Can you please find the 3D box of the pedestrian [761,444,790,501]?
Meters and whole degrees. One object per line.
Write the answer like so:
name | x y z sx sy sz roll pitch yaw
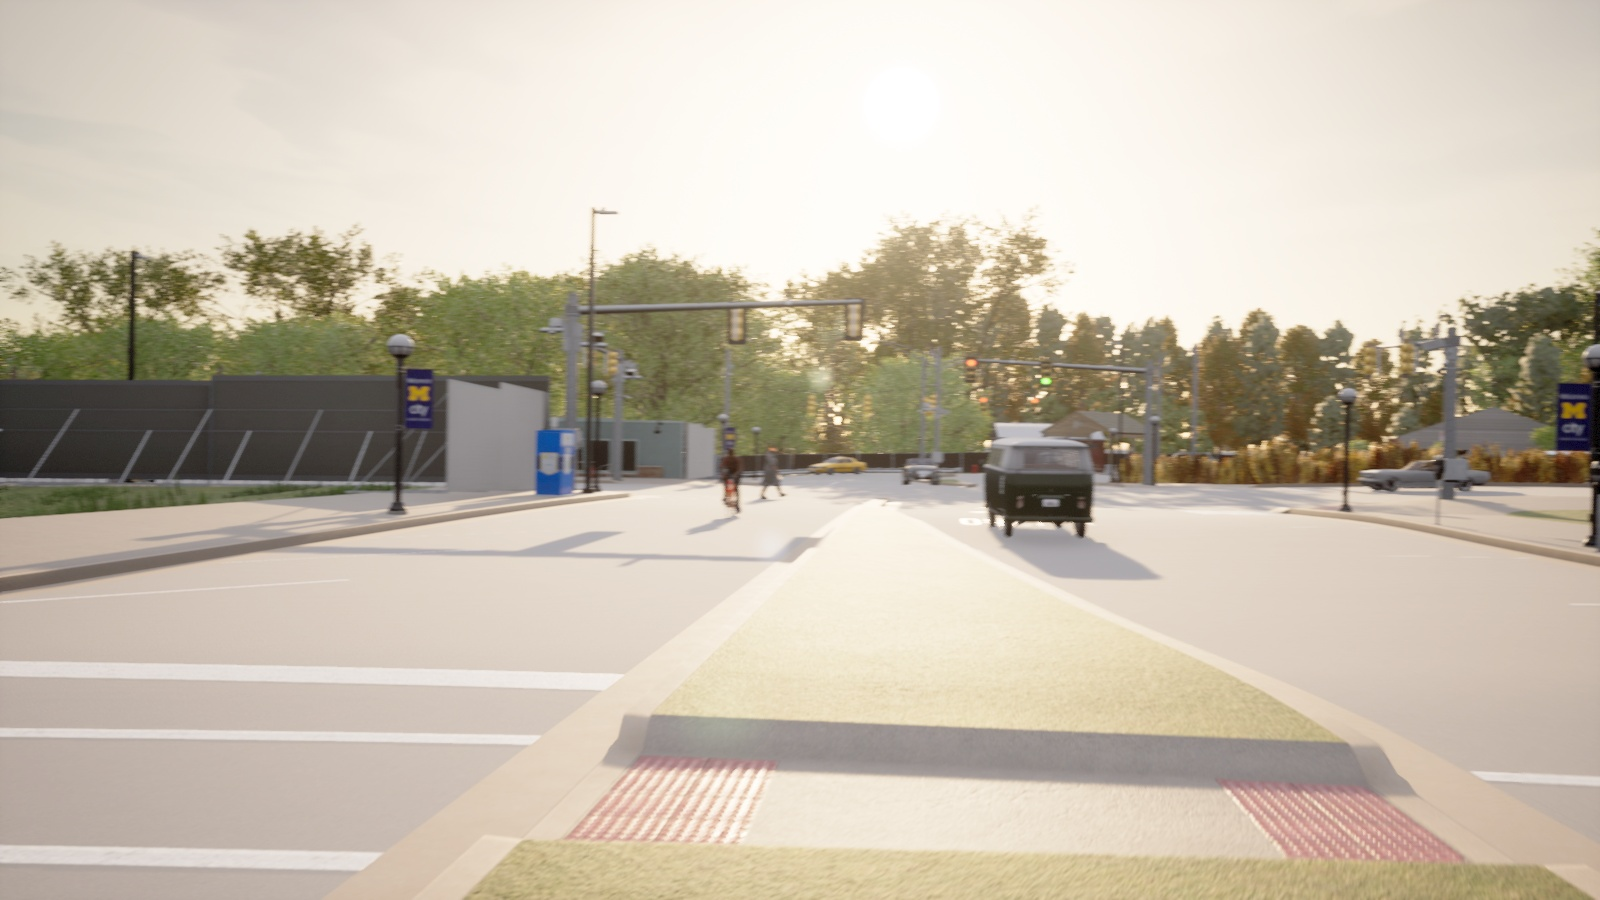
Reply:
pedestrian | -0.847 0.787 43.801 0.873 1.952 0.659 1 0 8

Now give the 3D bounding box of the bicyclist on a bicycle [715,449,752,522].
bicyclist on a bicycle | -1.503 0.784 28.704 0.582 1.620 1.656 1 0 6

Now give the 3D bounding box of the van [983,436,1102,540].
van | 5.021 0.712 26.526 1.775 1.987 4.442 0 1 2

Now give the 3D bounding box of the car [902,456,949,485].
car | 6.779 1.129 68.398 2.128 1.511 4.902 1 -1 1

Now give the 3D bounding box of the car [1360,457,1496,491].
car | 26.080 0.987 52.273 4.718 1.301 1.895 -1 0 4
